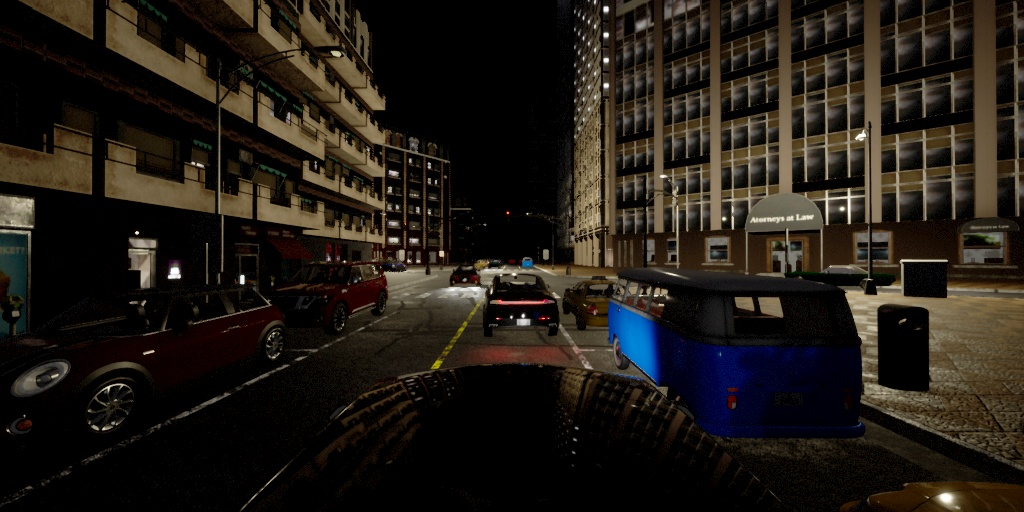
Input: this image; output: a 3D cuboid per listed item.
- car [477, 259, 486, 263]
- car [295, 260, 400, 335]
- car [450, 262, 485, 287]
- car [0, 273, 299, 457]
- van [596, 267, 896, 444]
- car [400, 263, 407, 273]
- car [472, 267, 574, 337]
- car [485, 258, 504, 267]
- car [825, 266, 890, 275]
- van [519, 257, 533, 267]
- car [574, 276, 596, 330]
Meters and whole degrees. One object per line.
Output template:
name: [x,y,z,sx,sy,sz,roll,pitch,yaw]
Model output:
car: [-5.322,1.351,59.529,1.751,1.417,4.829,0,0,0]
car: [-5.316,1.068,10.700,2.192,1.841,5.009,0,0,0]
car: [-3.113,1.329,24.719,1.994,1.385,4.181,0,0,-3]
car: [-5.315,1.190,5.164,1.967,1.591,4.097,0,0,0]
van: [2.565,1.092,5.171,1.690,1.789,3.998,0,0,0]
car: [-15.254,1.255,45.302,4.553,1.767,2.097,-1,-1,41]
car: [0.132,1.244,10.312,2.128,1.511,4.902,0,0,-3]
car: [-2.824,1.425,58.789,1.895,1.301,4.718,0,0,2]
car: [18.306,1.194,20.426,4.718,1.301,1.895,-1,-1,40]
van: [2.558,1.167,59.700,1.690,1.789,3.998,0,0,0]
car: [2.564,1.278,10.877,1.751,1.417,4.829,0,0,0]
